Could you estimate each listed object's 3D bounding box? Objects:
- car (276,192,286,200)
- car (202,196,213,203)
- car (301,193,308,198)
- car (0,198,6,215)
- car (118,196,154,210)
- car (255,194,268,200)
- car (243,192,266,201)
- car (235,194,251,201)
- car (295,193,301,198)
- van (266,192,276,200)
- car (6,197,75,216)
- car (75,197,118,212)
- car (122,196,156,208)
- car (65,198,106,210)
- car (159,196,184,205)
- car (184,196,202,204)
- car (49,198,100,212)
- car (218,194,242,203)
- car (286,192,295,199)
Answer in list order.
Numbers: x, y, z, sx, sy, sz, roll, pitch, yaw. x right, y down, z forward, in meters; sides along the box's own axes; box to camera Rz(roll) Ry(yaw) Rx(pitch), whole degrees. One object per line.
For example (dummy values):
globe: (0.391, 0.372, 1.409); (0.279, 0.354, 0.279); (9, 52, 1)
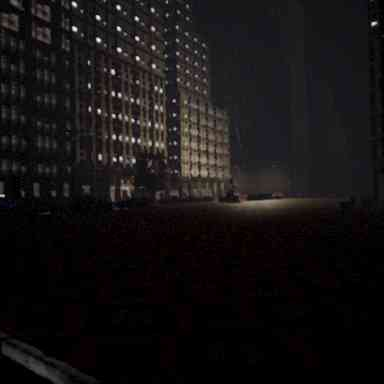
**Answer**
car: (18.790, 0.975, 74.570); (1.967, 1.590, 4.097); (-2, -1, 35)
car: (2.565, 1.387, 65.381); (2.008, 1.369, 4.403); (-2, -1, 35)
car: (28.499, 0.993, 88.433); (1.752, 1.417, 4.829); (-2, -1, 35)
car: (-19.052, 1.506, 29.659); (2.033, 1.411, 5.357); (-2, -1, 35)
car: (-6.734, 1.316, 37.905); (1.802, 1.307, 4.206); (-2, -1, 35)
car: (18.511, 1.268, 88.361); (1.887, 1.381, 4.507); (-2, -1, 35)
car: (12.380, 1.022, 65.424); (1.967, 1.590, 4.097); (-2, -1, 35)
car: (12.133, 1.312, 79.170); (1.887, 1.381, 4.507); (-2, -1, 35)
car: (25.220, 1.055, 83.704); (1.947, 1.339, 4.313); (-2, -1, 35)
van: (15.588, 0.899, 69.994); (1.690, 1.788, 3.998); (-2, -1, 35)
car: (-13.006, 1.314, 28.868); (1.752, 1.417, 4.829); (-2, -1, 35)
car: (-9.921, 1.201, 33.318); (1.967, 1.590, 4.097); (-2, -1, 35)
car: (-7.338, 1.361, 46.518); (1.837, 1.490, 4.892); (-2, -1, 35)
car: (-13.477, 1.491, 42.262); (1.752, 1.417, 4.829); (-2, -1, 35)
car: (-3.815, 1.326, 56.191); (1.967, 1.590, 4.097); (-2, -1, 35)
car: (-0.624, 1.405, 60.785); (1.887, 1.381, 4.507); (-2, -1, 35)
car: (-13.292, 1.455, 37.957); (2.033, 1.411, 5.357); (-2, -1, 35)
car: (6.105, 1.154, 56.391); (1.752, 1.417, 4.829); (-2, -1, 35)
car: (21.994, 0.827, 79.145); (2.192, 1.841, 5.009); (-2, -1, 35)
